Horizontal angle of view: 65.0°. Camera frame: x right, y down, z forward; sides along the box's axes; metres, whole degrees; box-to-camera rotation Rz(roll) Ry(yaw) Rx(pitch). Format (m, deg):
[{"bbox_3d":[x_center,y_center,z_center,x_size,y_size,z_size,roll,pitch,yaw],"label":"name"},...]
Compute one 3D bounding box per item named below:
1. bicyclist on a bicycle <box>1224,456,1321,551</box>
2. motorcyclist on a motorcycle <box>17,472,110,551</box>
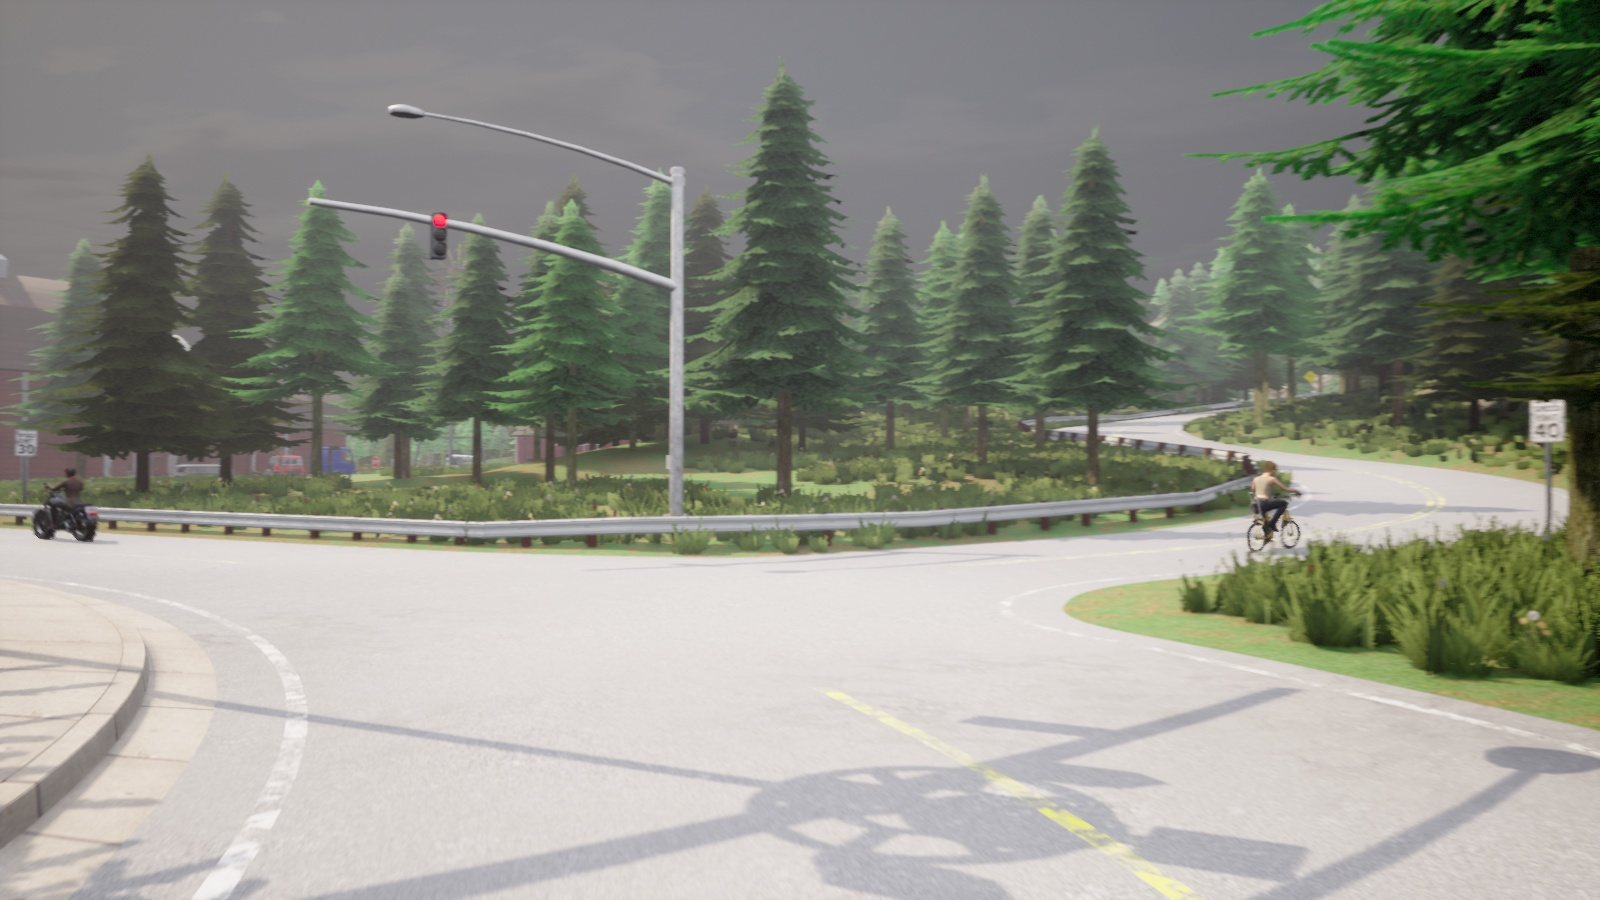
[{"bbox_3d":[8.483,0.935,22.534,1.509,1.612,0.866,-2,0,-34],"label":"bicyclist on a bicycle"},{"bbox_3d":[-16.097,1.319,27.427,2.350,1.649,0.766,-1,-1,32],"label":"motorcyclist on a motorcycle"}]
